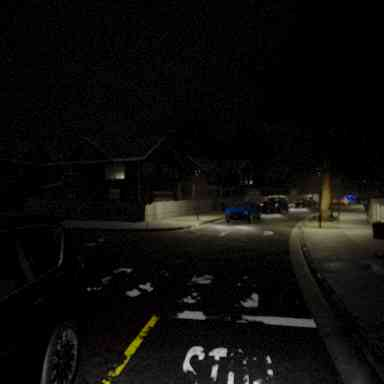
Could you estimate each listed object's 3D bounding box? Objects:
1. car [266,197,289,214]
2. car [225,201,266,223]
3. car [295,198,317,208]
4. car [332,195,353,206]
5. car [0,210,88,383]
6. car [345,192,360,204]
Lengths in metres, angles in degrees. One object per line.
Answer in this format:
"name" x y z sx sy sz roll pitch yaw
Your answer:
"car" 8.703 1.317 35.070 2.097 1.767 4.553 0 0 30
"car" 4.068 1.462 25.744 1.882 1.535 5.008 0 0 24
"car" 15.833 1.528 46.237 1.895 1.301 4.718 0 0 35
"car" 23.330 1.488 52.089 1.895 1.301 4.718 0 0 35
"car" -2.465 1.223 2.064 2.150 2.045 5.566 0 0 2
"car" 29.018 1.066 60.310 2.150 2.045 5.566 0 0 35
